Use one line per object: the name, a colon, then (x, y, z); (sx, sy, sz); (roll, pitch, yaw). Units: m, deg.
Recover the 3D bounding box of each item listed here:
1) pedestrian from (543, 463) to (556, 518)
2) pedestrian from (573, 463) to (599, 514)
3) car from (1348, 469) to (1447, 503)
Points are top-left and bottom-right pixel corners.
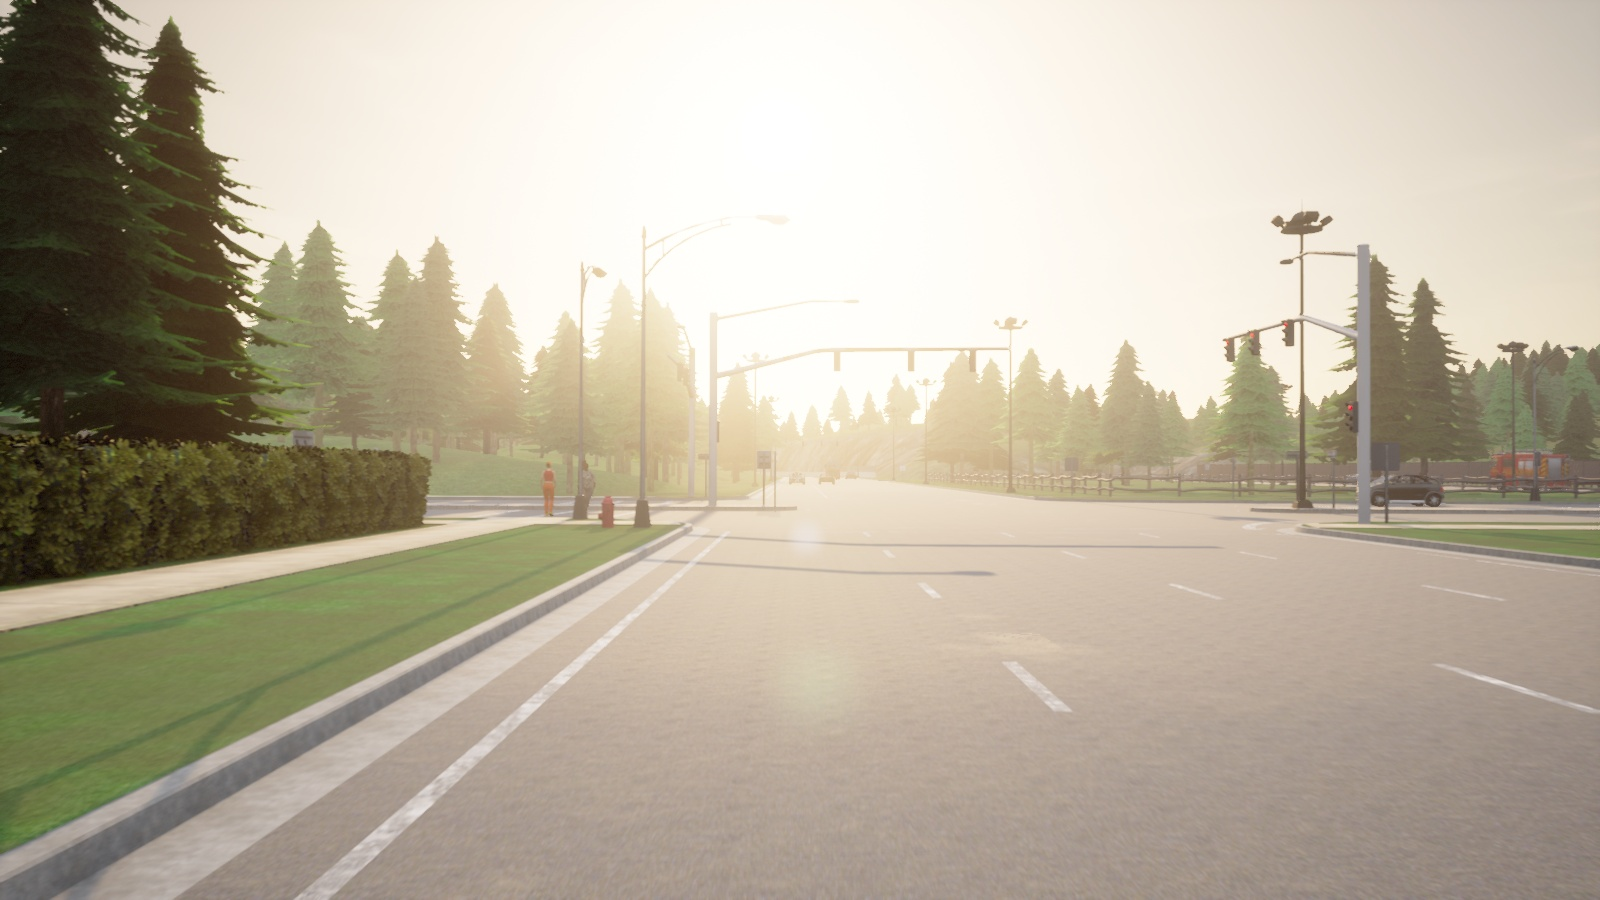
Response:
pedestrian: (-8.362, 1.339, 41.945); (0.345, 1.836, 0.594); (0, -1, -2)
pedestrian: (-7.814, 1.404, 45.923); (0.874, 1.855, 0.900); (0, -1, -6)
car: (27.684, 1.661, 58.272); (3.705, 1.549, 1.789); (0, -1, 0)
